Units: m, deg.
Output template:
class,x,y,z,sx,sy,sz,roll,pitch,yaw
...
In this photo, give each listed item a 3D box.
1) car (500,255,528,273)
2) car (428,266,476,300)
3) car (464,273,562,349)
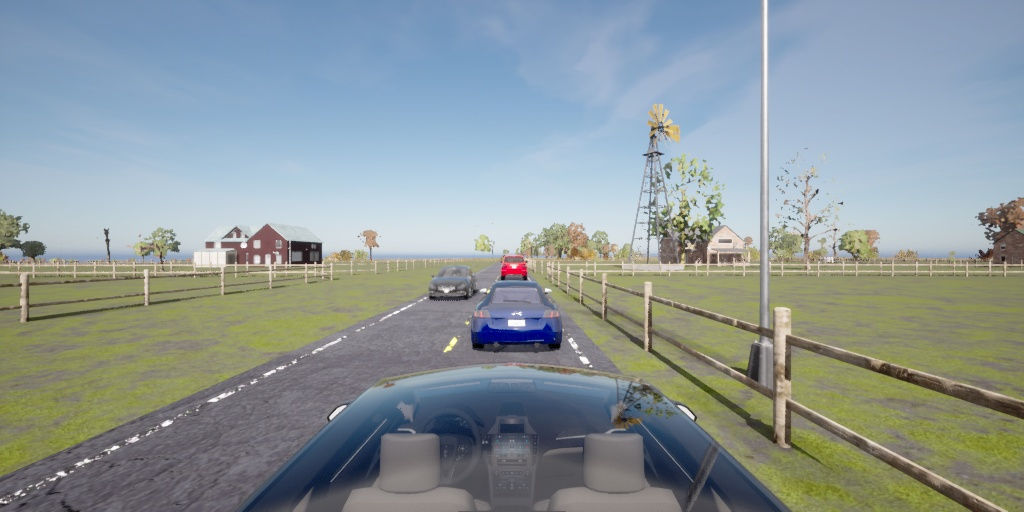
class,x,y,z,sx,sy,sz,roll,pitch,yaw
car,0.176,0.966,30.720,2.150,2.045,5.566,0,0,0
car,-2.805,1.253,17.747,1.837,1.490,4.892,0,0,0
car,0.100,1.313,9.195,1.994,1.385,4.181,0,0,0
